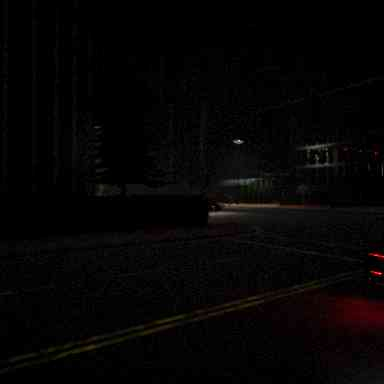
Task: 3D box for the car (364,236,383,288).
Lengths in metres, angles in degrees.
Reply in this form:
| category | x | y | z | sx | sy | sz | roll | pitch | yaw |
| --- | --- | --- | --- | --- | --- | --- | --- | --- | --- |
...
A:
| category | x | y | z | sx | sy | sz | roll | pitch | yaw |
| --- | --- | --- | --- | --- | --- | --- | --- | --- | --- |
| car | 6.101 | 1.548 | 8.118 | 4.892 | 1.490 | 1.837 | 0 | 0 | -35 |

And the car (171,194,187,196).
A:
| category | x | y | z | sx | sy | sz | roll | pitch | yaw |
| --- | --- | --- | --- | --- | --- | --- | --- | --- | --- |
| car | -1.206 | 1.314 | 38.422 | 2.150 | 2.045 | 5.566 | 0 | 0 | -36 |

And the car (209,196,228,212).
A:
| category | x | y | z | sx | sy | sz | roll | pitch | yaw |
| --- | --- | --- | --- | --- | --- | --- | --- | --- | --- |
| car | 1.690 | 1.613 | 40.392 | 1.837 | 1.490 | 4.892 | 0 | 0 | -36 |

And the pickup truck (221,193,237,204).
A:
| category | x | y | z | sx | sy | sz | roll | pitch | yaw |
| --- | --- | --- | --- | --- | --- | --- | --- | --- | --- |
| pickup truck | 7.396 | 1.256 | 66.891 | 2.390 | 2.098 | 6.274 | 0 | 0 | -6 |
